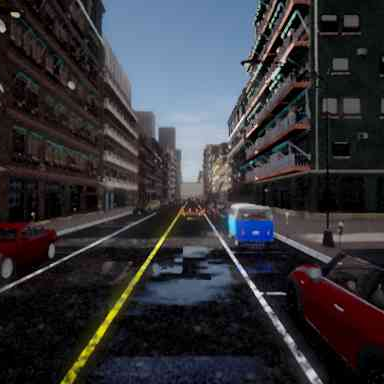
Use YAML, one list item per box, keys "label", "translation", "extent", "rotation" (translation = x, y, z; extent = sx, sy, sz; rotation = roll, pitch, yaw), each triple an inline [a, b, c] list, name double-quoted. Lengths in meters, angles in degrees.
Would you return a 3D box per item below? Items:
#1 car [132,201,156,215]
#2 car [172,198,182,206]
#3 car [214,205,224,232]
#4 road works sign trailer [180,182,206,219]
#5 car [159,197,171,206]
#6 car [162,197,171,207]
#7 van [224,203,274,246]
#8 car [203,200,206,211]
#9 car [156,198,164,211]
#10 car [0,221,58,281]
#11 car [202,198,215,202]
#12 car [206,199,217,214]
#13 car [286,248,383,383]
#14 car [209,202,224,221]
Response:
- label: "car"
  translation: [-5.704, 1.943, 38.401]
  extent: [1.947, 1.339, 4.313]
  rotation: [0, -1, 0]
- label: "car"
  translation: [-3.030, 2.038, 71.037]
  extent: [2.097, 1.767, 4.553]
  rotation: [0, -1, 0]
- label: "car"
  translation: [2.683, 1.779, 21.493]
  extent: [1.947, 1.339, 4.313]
  rotation: [0, -1, 0]
- label: "road works sign trailer"
  translation: [-0.012, 0.789, 32.908]
  extent: [2.380, 3.560, 2.880]
  rotation: [0, -1, 0]
- label: "car"
  translation: [-5.717, 2.012, 72.222]
  extent: [2.192, 1.841, 5.009]
  rotation: [0, -1, 0]
- label: "car"
  translation: [-5.715, 2.084, 66.584]
  extent: [1.967, 1.590, 4.097]
  rotation: [0, -1, 0]
- label: "van"
  translation: [2.687, 1.499, 15.859]
  extent: [1.690, 1.788, 3.998]
  rotation: [0, -1, 0]
- label: "car"
  translation: [2.677, 1.928, 38.401]
  extent: [2.008, 1.369, 4.403]
  rotation: [0, -1, 0]
- label: "car"
  translation: [-5.708, 2.008, 49.504]
  extent: [1.752, 1.417, 4.829]
  rotation: [0, -1, 0]
- label: "car"
  translation: [-5.692, 1.647, 10.221]
  extent: [1.887, 1.381, 4.507]
  rotation: [0, -1, 0]
- label: "car"
  translation: [2.674, 1.800, 49.676]
  extent: [2.192, 1.841, 5.009]
  rotation: [0, -1, 0]
- label: "car"
  translation: [2.679, 1.763, 32.767]
  extent: [1.967, 1.590, 4.097]
  rotation: [0, -1, 0]
- label: "car"
  translation: [2.691, 1.487, 4.586]
  extent: [1.967, 1.590, 4.097]
  rotation: [0, -1, 0]
- label: "car"
  translation: [2.682, 1.813, 27.129]
  extent: [1.887, 1.381, 4.507]
  rotation: [0, -1, 0]
